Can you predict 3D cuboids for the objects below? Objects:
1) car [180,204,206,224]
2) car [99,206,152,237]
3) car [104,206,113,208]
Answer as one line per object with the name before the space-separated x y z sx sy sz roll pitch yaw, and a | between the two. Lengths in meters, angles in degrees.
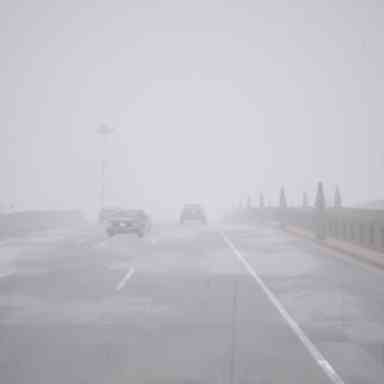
car | 0.066 1.825 29.020 2.097 1.767 4.553 0 -3 0
car | -3.422 1.683 18.832 2.033 1.411 5.357 0 -1 0
car | -6.935 2.014 29.816 2.128 1.511 4.902 0 -3 0
